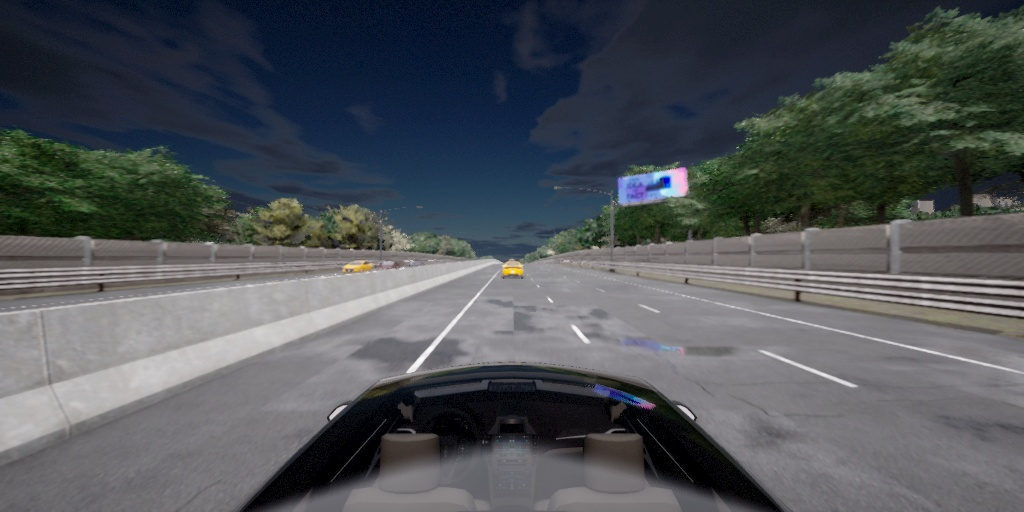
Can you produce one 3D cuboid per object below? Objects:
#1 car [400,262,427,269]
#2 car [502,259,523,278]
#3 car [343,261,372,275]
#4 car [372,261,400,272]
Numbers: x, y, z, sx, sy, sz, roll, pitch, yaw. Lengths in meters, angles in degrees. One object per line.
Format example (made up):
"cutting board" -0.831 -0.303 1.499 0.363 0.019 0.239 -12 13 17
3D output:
"car" -10.588 1.374 40.012 1.994 1.385 4.181 0 0 0
"car" 0.080 1.279 34.627 1.882 1.535 5.008 0 0 0
"car" -17.579 1.288 41.225 1.882 1.535 5.008 0 0 0
"car" -14.077 1.337 41.353 1.812 1.442 4.674 0 0 0
